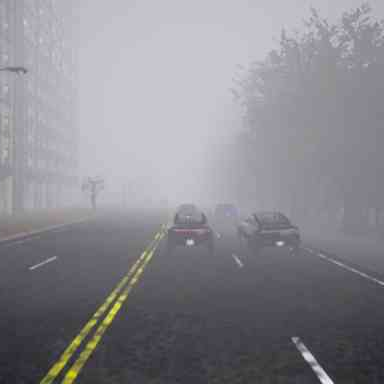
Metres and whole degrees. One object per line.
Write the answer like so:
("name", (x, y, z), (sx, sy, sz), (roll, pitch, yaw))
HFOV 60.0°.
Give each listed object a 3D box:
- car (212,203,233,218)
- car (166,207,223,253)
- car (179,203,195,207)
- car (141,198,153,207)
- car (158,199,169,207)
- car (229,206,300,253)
("car", (2.798, 1.715, 29.646), (1.882, 1.535, 5.008), (-3, -2, -2))
("car", (-0.088, 1.627, 14.355), (2.128, 1.511, 4.902), (0, 0, -1))
("car", (-0.421, 1.782, 29.376), (1.837, 1.490, 4.892), (0, 0, -2))
("car", (-8.660, 1.959, 64.152), (2.097, 1.767, 4.553), (0, -1, -3))
("car", (-5.379, 2.080, 63.649), (1.882, 1.535, 5.008), (0, -1, -3))
("car", (3.137, 1.597, 14.391), (2.128, 1.511, 4.902), (-4, 1, -1))
